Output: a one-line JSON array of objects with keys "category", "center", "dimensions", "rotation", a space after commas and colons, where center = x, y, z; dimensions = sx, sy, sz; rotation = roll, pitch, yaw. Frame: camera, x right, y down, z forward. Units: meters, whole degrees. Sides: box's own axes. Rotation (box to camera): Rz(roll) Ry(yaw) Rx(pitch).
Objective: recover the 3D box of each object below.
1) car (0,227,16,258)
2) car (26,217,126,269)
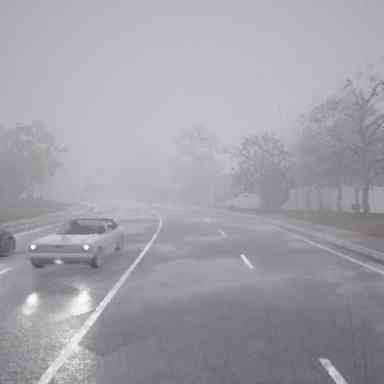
[{"category": "car", "center": [-7.080, 1.532, 9.792], "dimensions": [1.994, 1.385, 4.181], "rotation": [0, 0, 0]}, {"category": "car", "center": [-3.572, 1.564, 11.143], "dimensions": [1.895, 1.301, 4.718], "rotation": [0, 0, 0]}]
